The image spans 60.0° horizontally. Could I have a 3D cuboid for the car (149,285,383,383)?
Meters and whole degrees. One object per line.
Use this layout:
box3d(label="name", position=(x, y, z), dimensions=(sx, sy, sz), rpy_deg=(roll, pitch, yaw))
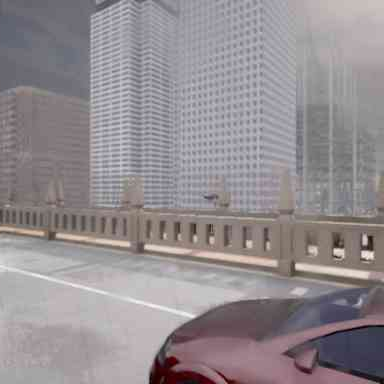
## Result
box3d(label="car", position=(1.630, 1.561, 2.802), dimensions=(4.181, 1.385, 1.994), rpy_deg=(0, 0, 35))
